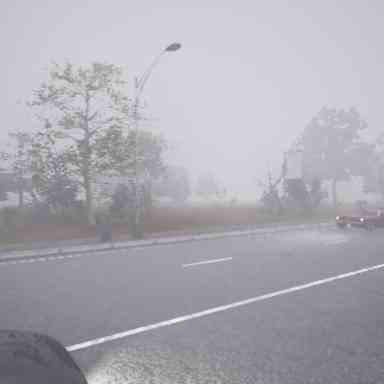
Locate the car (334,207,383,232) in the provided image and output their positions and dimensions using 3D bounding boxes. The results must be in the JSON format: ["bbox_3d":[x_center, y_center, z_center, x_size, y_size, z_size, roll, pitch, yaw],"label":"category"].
[{"bbox_3d":[10.739,1.599,20.249,4.718,1.301,1.895,0,0,-35],"label":"car"}]

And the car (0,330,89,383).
[{"bbox_3d":[-2.661,1.564,1.848,4.181,1.385,1.994,0,0,-36],"label":"car"}]
